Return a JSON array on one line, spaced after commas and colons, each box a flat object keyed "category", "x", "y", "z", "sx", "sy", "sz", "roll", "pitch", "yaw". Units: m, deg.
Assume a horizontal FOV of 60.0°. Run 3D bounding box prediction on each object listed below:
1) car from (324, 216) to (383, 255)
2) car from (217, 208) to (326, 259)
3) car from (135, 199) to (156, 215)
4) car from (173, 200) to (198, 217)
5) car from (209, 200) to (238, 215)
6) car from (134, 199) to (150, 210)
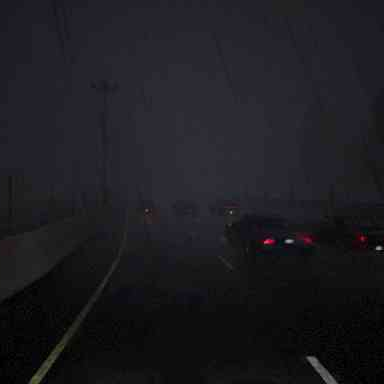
[{"category": "car", "x": 5.987, "y": 1.601, "z": 13.377, "sx": 1.895, "sy": 1.301, "sz": 4.718, "roll": 0, "pitch": 0, "yaw": -8}, {"category": "car", "x": 2.604, "y": 1.547, "z": 12.554, "sx": 2.033, "sy": 1.411, "sz": 5.357, "roll": 0, "pitch": 0, "yaw": -8}, {"category": "car", "x": -4.800, "y": 1.505, "z": 34.394, "sx": 1.837, "sy": 1.490, "sz": 4.892, "roll": 0, "pitch": 0, "yaw": -11}, {"category": "car", "x": -0.682, "y": 1.477, "z": 31.434, "sx": 1.882, "sy": 1.535, "sz": 5.008, "roll": 0, "pitch": 0, "yaw": -11}, {"category": "car", "x": 2.928, "y": 1.504, "z": 31.150, "sx": 1.837, "sy": 1.490, "sz": 4.892, "roll": 0, "pitch": 0, "yaw": -11}, {"category": "car", "x": -6.723, "y": 1.601, "z": 44.628, "sx": 1.895, "sy": 1.301, "sz": 4.718, "roll": 0, "pitch": 0, "yaw": -11}]
